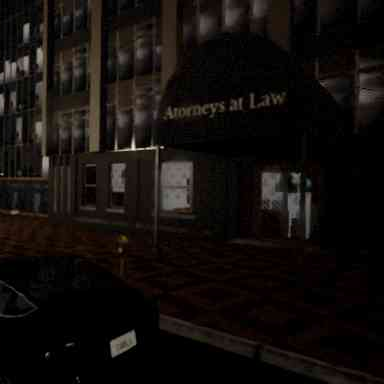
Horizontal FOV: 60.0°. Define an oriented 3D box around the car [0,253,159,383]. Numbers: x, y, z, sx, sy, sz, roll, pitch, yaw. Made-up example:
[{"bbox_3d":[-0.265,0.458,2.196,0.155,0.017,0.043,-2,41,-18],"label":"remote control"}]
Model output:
[{"bbox_3d":[-2.381,1.548,4.558,4.313,1.339,1.947,0,1,36],"label":"car"}]
